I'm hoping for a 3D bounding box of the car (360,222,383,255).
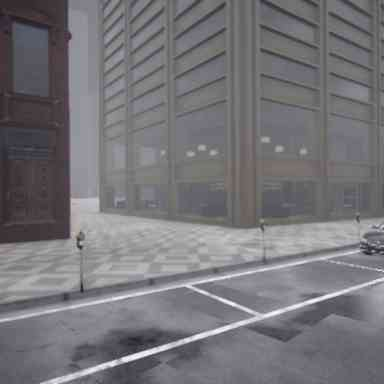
[{"bbox_3d":[7.863,1.574,12.145,4.403,1.369,2.008,0,-1,-35],"label":"car"}]
